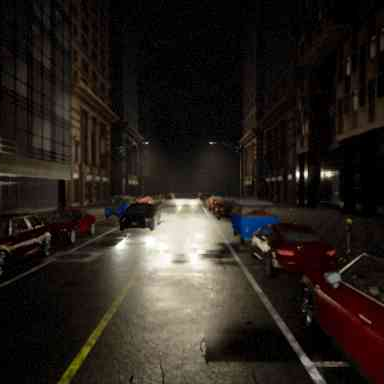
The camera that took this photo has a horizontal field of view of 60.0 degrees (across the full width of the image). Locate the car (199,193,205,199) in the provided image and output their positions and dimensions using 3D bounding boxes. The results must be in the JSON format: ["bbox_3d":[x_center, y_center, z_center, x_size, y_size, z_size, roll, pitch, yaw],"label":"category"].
[{"bbox_3d":[2.766,1.114,93.899,1.752,1.417,4.829,0,0,0],"label":"car"}]

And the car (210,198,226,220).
[{"bbox_3d":[2.762,1.426,26.509,1.887,1.381,4.507,0,0,0],"label":"car"}]

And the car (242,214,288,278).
[{"bbox_3d":[2.761,1.538,9.704,1.802,1.307,4.206,0,0,0],"label":"car"}]

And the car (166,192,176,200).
[{"bbox_3d":[-5.760,1.182,82.522,1.887,1.381,4.507,0,0,0],"label":"car"}]

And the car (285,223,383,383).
[{"bbox_3d":[2.760,1.421,4.102,1.967,1.590,4.097,0,0,0],"label":"car"}]

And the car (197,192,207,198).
[{"bbox_3d":[2.764,1.000,71.322,2.192,1.841,5.009,0,0,0],"label":"car"}]

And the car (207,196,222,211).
[{"bbox_3d":[2.762,1.401,32.111,1.887,1.381,4.507,0,0,0],"label":"car"}]

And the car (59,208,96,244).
[{"bbox_3d":[-5.764,1.477,15.296,1.887,1.381,4.507,0,0,0],"label":"car"}]

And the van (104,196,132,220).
[{"bbox_3d":[-5.764,1.223,26.500,1.690,1.788,3.998,0,0,0],"label":"van"}]

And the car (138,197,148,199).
[{"bbox_3d":[-5.763,1.402,32.103,1.887,1.381,4.507,0,0,0],"label":"car"}]

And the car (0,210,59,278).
[{"bbox_3d":[-5.765,1.397,9.694,1.967,1.590,4.097,0,0,0],"label":"car"}]

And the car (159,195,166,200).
[{"bbox_3d":[-5.762,1.199,54.511,1.967,1.590,4.097,0,0,0],"label":"car"}]

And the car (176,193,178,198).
[{"bbox_3d":[-5.759,1.141,93.726,2.008,1.369,4.403,0,0,0],"label":"car"}]

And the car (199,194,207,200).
[{"bbox_3d":[2.765,1.203,82.526,1.947,1.339,4.313,0,0,0],"label":"car"}]

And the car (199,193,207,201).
[{"bbox_3d":[2.764,1.278,60.120,1.887,1.381,4.507,0,0,0],"label":"car"}]

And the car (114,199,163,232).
[{"bbox_3d":[-2.998,1.389,19.831,1.882,1.535,5.008,0,0,0],"label":"car"}]

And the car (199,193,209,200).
[{"bbox_3d":[2.765,1.101,76.924,1.967,1.590,4.097,0,0,0],"label":"car"}]

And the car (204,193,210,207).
[{"bbox_3d":[2.762,1.272,37.712,1.967,1.590,4.097,0,0,0],"label":"car"}]

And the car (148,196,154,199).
[{"bbox_3d":[-5.763,1.377,37.705,1.887,1.381,4.507,0,0,0],"label":"car"}]

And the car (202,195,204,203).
[{"bbox_3d":[2.763,1.364,48.917,1.802,1.307,4.206,0,0,0],"label":"car"}]

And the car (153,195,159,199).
[{"bbox_3d":[-5.762,1.334,43.137,1.752,1.417,4.829,0,0,0],"label":"car"}]

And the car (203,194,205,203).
[{"bbox_3d":[2.763,1.332,43.484,1.752,1.417,4.829,0,0,0],"label":"car"}]

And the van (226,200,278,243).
[{"bbox_3d":[2.760,1.272,15.304,1.690,1.788,3.998,0,0,0],"label":"van"}]
